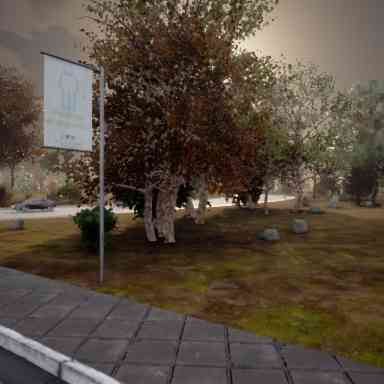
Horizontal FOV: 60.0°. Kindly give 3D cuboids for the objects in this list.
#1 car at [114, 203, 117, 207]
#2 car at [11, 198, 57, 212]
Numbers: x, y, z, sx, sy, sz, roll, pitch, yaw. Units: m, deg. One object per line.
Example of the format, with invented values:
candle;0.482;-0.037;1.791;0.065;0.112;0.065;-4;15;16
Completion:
car;-9.410;1.456;49.241;1.837;1.490;4.892;0;0;37
car;-18.048;1.487;38.164;2.128;1.511;4.902;0;0;38
